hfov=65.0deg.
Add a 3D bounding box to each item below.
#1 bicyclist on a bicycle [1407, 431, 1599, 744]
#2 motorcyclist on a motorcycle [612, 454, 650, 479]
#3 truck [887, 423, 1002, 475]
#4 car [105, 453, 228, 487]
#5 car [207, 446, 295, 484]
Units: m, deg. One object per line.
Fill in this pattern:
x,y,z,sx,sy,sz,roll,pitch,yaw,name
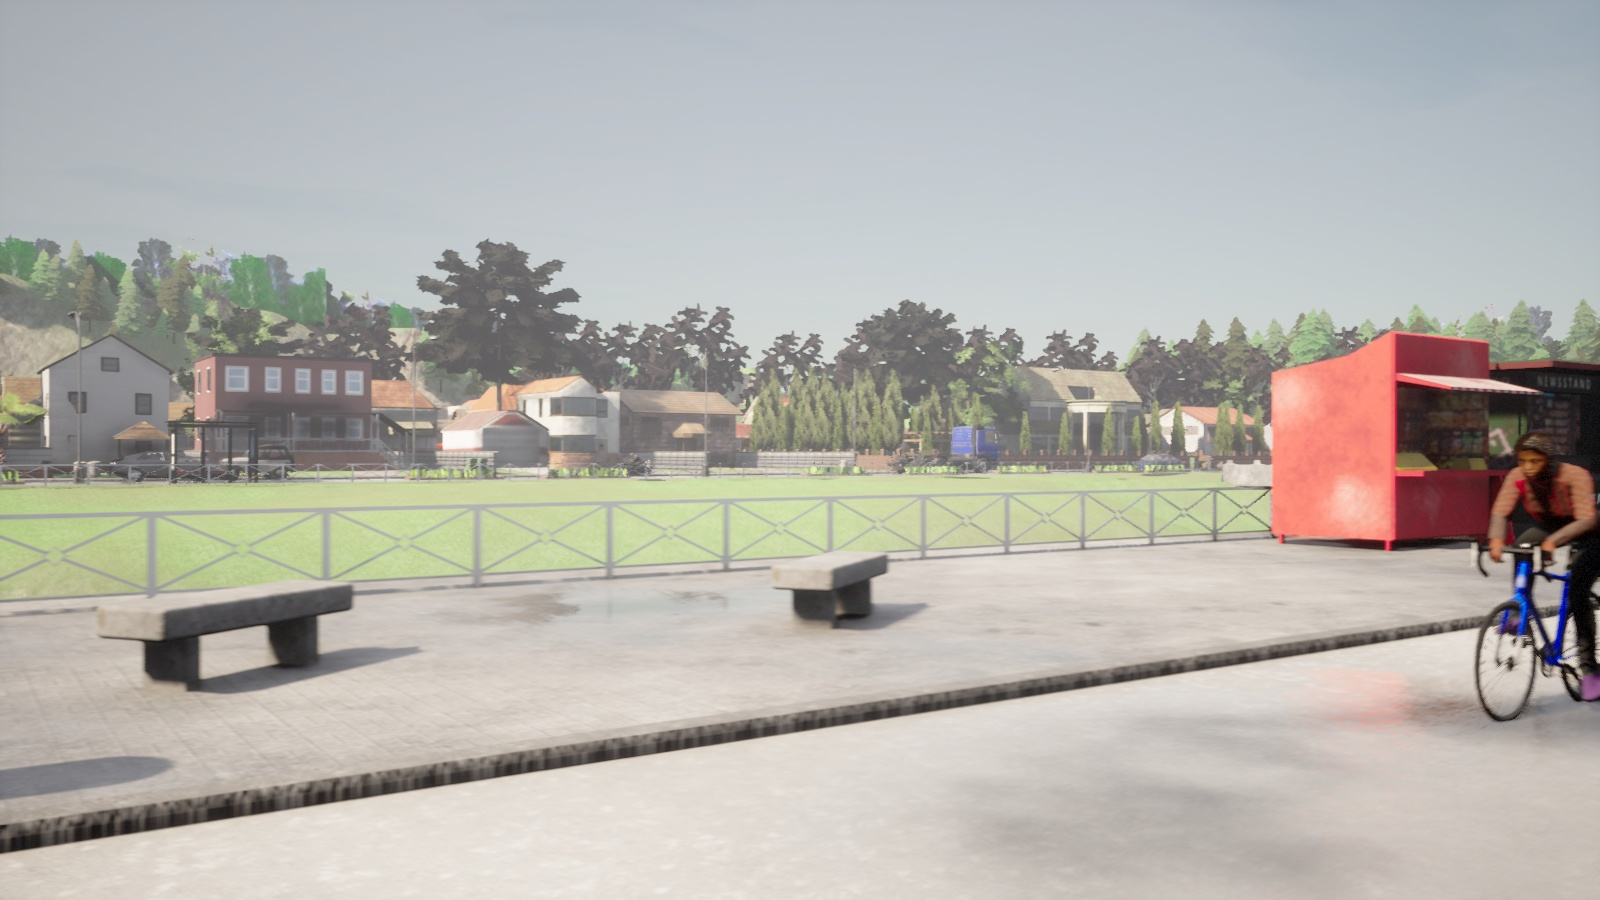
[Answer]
4.220,0.706,7.204,1.656,1.620,0.582,0,0,-35,bicyclist on a bicycle
-10.362,0.991,77.112,2.191,1.530,0.866,0,0,-35,motorcyclist on a motorcycle
10.023,-0.046,86.424,7.936,3.462,2.891,0,0,-35,truck
-29.634,0.908,58.827,4.902,1.511,2.128,0,0,-35,car
-28.254,0.759,64.661,3.866,1.878,1.905,0,0,-35,car
